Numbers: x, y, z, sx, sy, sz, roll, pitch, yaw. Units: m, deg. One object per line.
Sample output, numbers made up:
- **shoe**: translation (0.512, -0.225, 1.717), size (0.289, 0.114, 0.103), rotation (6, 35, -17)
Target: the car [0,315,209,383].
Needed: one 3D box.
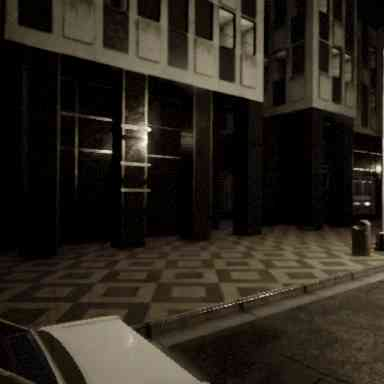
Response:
- **car**: translation (-2.238, 1.598, 1.783), size (4.718, 1.301, 1.895), rotation (0, 0, -36)
